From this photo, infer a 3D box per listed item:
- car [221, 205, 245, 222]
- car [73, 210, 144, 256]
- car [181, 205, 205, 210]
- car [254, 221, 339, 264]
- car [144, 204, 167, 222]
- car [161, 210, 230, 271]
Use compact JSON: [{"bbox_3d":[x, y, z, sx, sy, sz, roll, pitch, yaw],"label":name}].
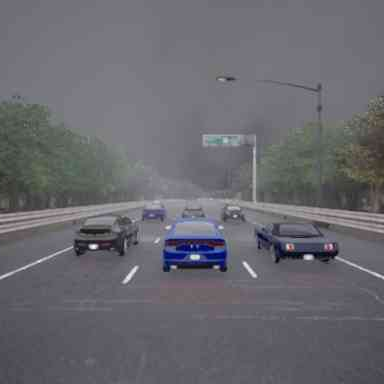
[{"bbox_3d":[3.612,1.886,30.074,1.812,1.442,4.674,0,-1,0],"label":"car"},{"bbox_3d":[-3.400,1.667,13.922,1.837,1.490,4.892,0,-1,0],"label":"car"},{"bbox_3d":[0.109,1.839,29.098,2.128,1.511,4.902,0,-1,0],"label":"car"},{"bbox_3d":[3.599,1.746,12.471,1.895,1.301,4.718,0,-1,0],"label":"car"},{"bbox_3d":[-3.388,1.845,30.670,1.882,1.535,5.008,0,-1,0],"label":"car"},{"bbox_3d":[0.091,1.611,11.403,1.882,1.535,5.008,0,0,0],"label":"car"}]
